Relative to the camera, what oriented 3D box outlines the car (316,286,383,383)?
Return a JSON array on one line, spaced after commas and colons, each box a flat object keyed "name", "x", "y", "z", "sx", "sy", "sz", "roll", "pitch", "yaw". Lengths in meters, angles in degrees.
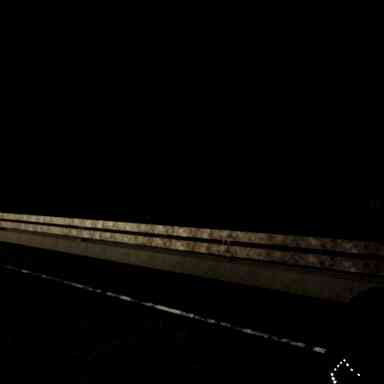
[{"name": "car", "x": 3.505, "y": 1.224, "z": 1.493, "sx": 5.566, "sy": 2.045, "sz": 2.150, "roll": 0, "pitch": 0, "yaw": 35}]
